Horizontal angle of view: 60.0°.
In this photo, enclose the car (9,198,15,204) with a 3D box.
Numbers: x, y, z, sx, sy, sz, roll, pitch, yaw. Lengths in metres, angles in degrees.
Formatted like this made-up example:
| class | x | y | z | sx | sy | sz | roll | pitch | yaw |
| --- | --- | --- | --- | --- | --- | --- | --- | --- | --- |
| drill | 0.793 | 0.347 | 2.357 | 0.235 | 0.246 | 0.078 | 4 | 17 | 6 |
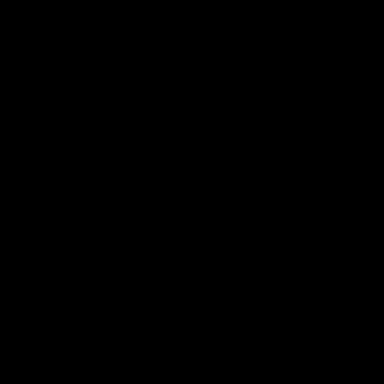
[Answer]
| class | x | y | z | sx | sy | sz | roll | pitch | yaw |
| --- | --- | --- | --- | --- | --- | --- | --- | --- | --- |
| car | -42.847 | 2.105 | 78.864 | 1.837 | 1.490 | 4.892 | 3 | -1 | -2 |
